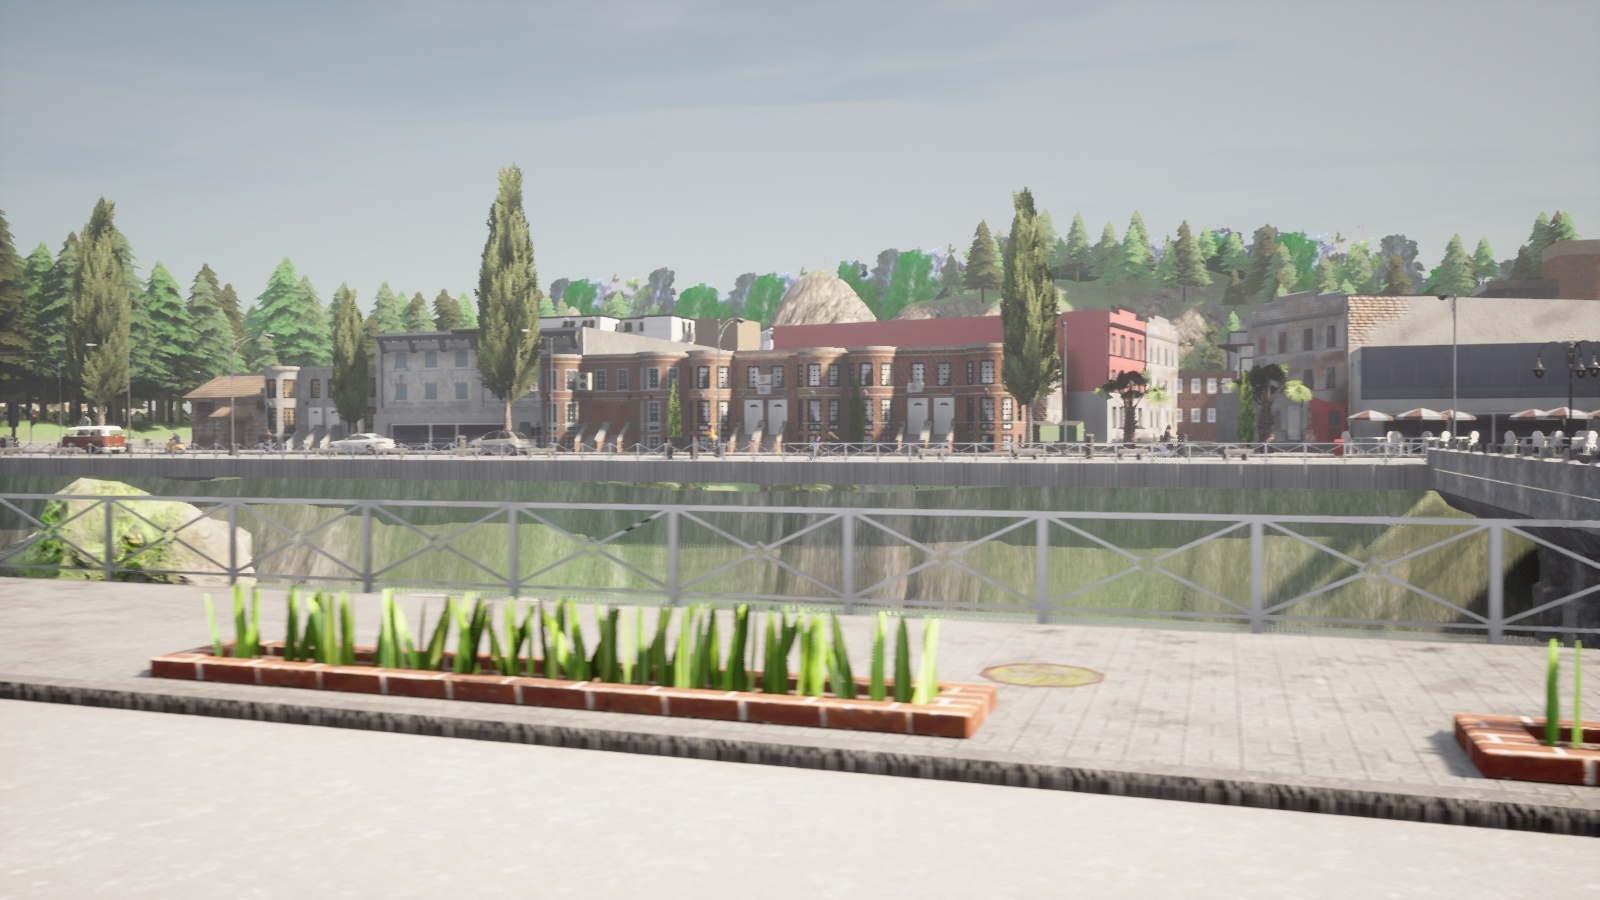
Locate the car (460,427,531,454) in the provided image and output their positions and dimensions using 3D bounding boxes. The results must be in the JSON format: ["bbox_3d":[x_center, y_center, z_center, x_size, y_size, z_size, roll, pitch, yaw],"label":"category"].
[{"bbox_3d":[-19.248,-0.620,79.468,3.988,1.617,1.851,1,1,19],"label":"car"}]

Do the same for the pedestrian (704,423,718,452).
[{"bbox_3d":[-5.764,-0.789,81.416,0.900,1.855,0.874,0,1,-1],"label":"pedestrian"}]

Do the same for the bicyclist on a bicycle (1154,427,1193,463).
[{"bbox_3d":[18.585,-0.234,62.533,1.843,1.776,0.659,0,1,19],"label":"bicyclist on a bicycle"}]

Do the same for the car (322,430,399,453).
[{"bbox_3d":[-28.939,-0.581,82.727,4.674,1.442,1.812,0,1,19],"label":"car"}]
